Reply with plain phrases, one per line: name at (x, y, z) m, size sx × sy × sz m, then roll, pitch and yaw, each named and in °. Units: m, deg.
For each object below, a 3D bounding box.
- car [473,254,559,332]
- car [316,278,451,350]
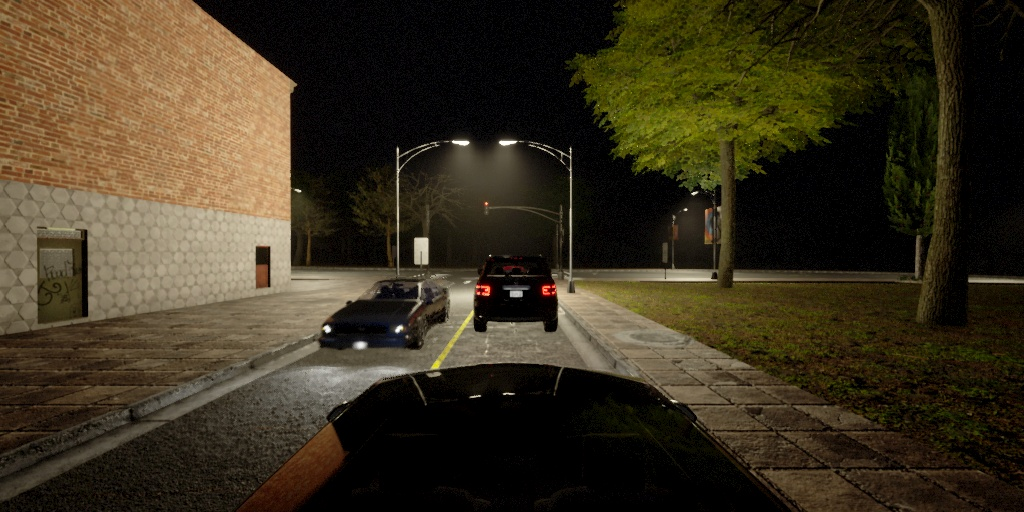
car at (0.088, 0.980, 11.002) m, size 2.150 × 2.045 × 5.566 m, roll 0°, pitch 0°, yaw 0°
car at (-2.849, 1.303, 9.394) m, size 2.033 × 1.411 × 5.357 m, roll 0°, pitch 0°, yaw 0°
